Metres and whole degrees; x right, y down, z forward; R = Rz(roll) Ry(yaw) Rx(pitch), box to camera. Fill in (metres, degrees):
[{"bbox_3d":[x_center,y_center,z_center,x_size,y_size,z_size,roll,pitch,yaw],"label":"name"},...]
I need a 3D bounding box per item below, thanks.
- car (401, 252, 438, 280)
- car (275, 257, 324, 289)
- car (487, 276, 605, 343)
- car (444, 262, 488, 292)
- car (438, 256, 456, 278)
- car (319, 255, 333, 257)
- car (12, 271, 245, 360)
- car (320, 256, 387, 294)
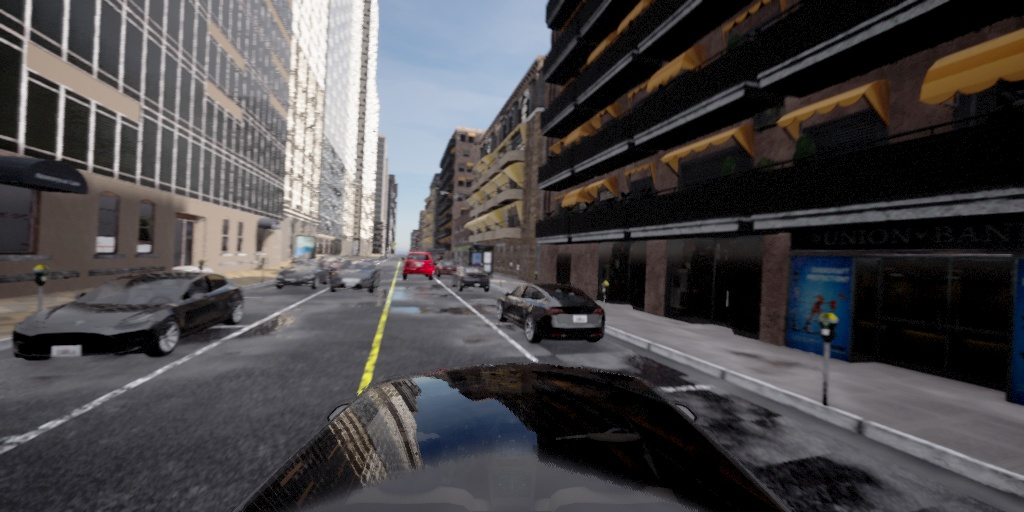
[{"bbox_3d":[-7.347,0.706,27.848,2.150,2.045,5.566,3,0,-17],"label":"car"},{"bbox_3d":[-10.464,0.857,18.132,2.007,1.370,4.403,0,0,-17],"label":"car"},{"bbox_3d":[0.840,1.378,9.776,1.948,1.339,4.313,0,0,-17],"label":"car"},{"bbox_3d":[-2.458,1.240,20.581,2.007,1.370,4.403,0,0,-17],"label":"car"},{"bbox_3d":[-5.756,1.009,31.384,1.967,1.591,4.097,0,0,-17],"label":"car"},{"bbox_3d":[-12.114,0.686,23.535,1.967,1.591,4.097,0,0,-17],"label":"car"},{"bbox_3d":[-7.167,0.995,7.328,1.948,1.339,4.313,0,0,-17],"label":"car"},{"bbox_3d":[-7.551,0.932,17.583,2.128,1.511,4.902,3,0,-17],"label":"car"}]
